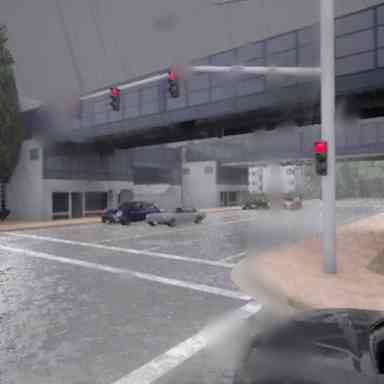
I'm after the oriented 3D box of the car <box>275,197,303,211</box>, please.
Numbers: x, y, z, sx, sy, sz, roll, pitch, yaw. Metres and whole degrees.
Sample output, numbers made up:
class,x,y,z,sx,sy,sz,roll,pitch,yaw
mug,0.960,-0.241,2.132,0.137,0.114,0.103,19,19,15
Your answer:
class,x,y,z,sx,sy,sz,roll,pitch,yaw
car,11.764,1.350,40.292,2.097,1.767,4.553,-1,0,37

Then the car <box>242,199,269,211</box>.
class,x,y,z,sx,sy,sz,roll,pitch,yaw
car,7.811,1.597,40.849,1.994,1.385,4.181,-1,0,37

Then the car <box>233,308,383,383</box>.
class,x,y,z,sx,sy,sz,roll,pitch,yaw
car,2.604,1.487,2.126,4.892,1.490,1.837,0,0,36

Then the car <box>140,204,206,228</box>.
class,x,y,z,sx,sy,sz,roll,pitch,yaw
car,-1.055,1.664,23.107,1.895,1.301,4.718,-1,0,37

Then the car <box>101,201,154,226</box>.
class,x,y,z,sx,sy,sz,roll,pitch,yaw
car,-4.429,1.448,24.440,2.097,1.767,4.553,-1,0,37
